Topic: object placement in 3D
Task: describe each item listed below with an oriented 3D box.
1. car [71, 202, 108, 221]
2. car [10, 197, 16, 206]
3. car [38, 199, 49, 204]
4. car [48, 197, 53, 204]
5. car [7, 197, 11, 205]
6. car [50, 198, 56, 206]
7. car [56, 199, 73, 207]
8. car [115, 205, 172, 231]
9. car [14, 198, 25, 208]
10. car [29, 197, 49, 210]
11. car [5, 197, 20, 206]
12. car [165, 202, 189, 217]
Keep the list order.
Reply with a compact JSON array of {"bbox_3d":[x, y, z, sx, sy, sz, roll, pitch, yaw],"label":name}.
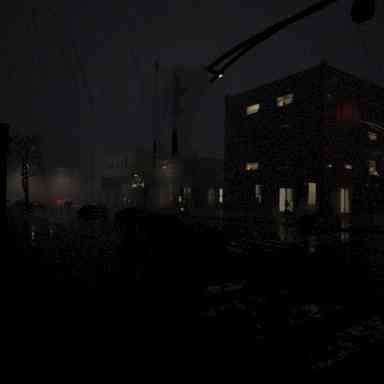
[{"bbox_3d":[-8.524,1.730,28.280,1.802,1.307,4.206,1,-1,-35],"label":"car"},{"bbox_3d":[-32.129,2.082,62.084,1.947,1.339,4.313,1,-1,-35],"label":"car"},{"bbox_3d":[-38.098,2.404,85.145,1.752,1.417,4.829,1,-1,-35],"label":"car"},{"bbox_3d":[-34.818,2.141,80.482,2.192,1.841,5.009,1,-1,-35],"label":"car"},{"bbox_3d":[-35.311,2.132,66.610,1.947,1.339,4.313,1,-1,-35],"label":"car"},{"bbox_3d":[-28.454,2.307,71.426,1.802,1.307,4.206,1,-1,-35],"label":"car"},{"bbox_3d":[-25.273,2.115,66.901,1.967,1.590,4.097,1,-1,-35],"label":"car"},{"bbox_3d":[-3.346,1.616,20.917,1.887,1.381,4.507,1,-1,-35],"label":"car"},{"bbox_3d":[-29.129,2.013,57.804,1.887,1.381,4.507,1,-1,-35],"label":"car"},{"bbox_3d":[-22.710,1.892,48.582,1.752,1.417,4.829,1,-1,-35],"label":"car"},{"bbox_3d":[-38.492,1.932,71.139,2.192,1.841,5.009,1,-1,-35],"label":"car"},{"bbox_3d":[-2.088,1.762,34.149,1.967,1.590,4.097,1,-1,-35],"label":"car"}]
